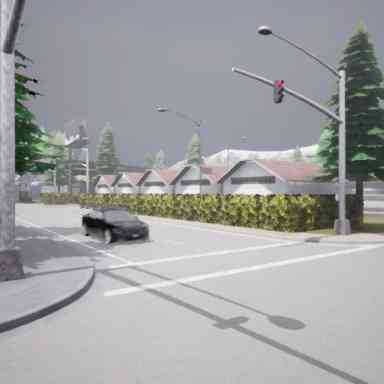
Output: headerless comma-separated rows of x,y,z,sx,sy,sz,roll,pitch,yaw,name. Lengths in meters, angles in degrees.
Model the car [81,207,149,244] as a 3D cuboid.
-3.859,1.541,16.193,1.882,1.535,5.008,0,1,-36,car
